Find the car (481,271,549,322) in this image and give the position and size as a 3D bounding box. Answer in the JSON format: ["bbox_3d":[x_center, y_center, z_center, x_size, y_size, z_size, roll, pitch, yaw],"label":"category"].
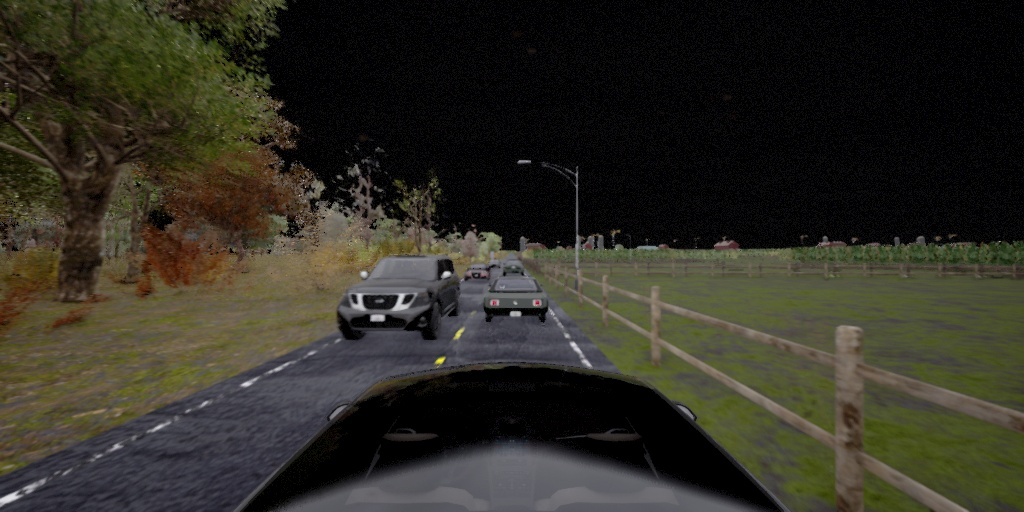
[{"bbox_3d":[0.114,1.357,12.380,1.895,1.301,4.718,0,0,0],"label":"car"}]

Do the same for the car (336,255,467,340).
[{"bbox_3d":[-2.837,0.976,10.358,2.150,2.045,5.566,0,0,0],"label":"car"}]

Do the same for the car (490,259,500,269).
[{"bbox_3d":[-2.654,1.229,55.416,1.837,1.490,4.892,0,0,0],"label":"car"}]

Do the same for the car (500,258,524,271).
[{"bbox_3d":[0.152,1.094,36.562,2.097,1.767,4.553,0,0,0],"label":"car"}]

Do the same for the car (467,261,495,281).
[{"bbox_3d":[-2.724,1.311,29.565,1.994,1.385,4.181,0,0,1],"label":"car"}]
